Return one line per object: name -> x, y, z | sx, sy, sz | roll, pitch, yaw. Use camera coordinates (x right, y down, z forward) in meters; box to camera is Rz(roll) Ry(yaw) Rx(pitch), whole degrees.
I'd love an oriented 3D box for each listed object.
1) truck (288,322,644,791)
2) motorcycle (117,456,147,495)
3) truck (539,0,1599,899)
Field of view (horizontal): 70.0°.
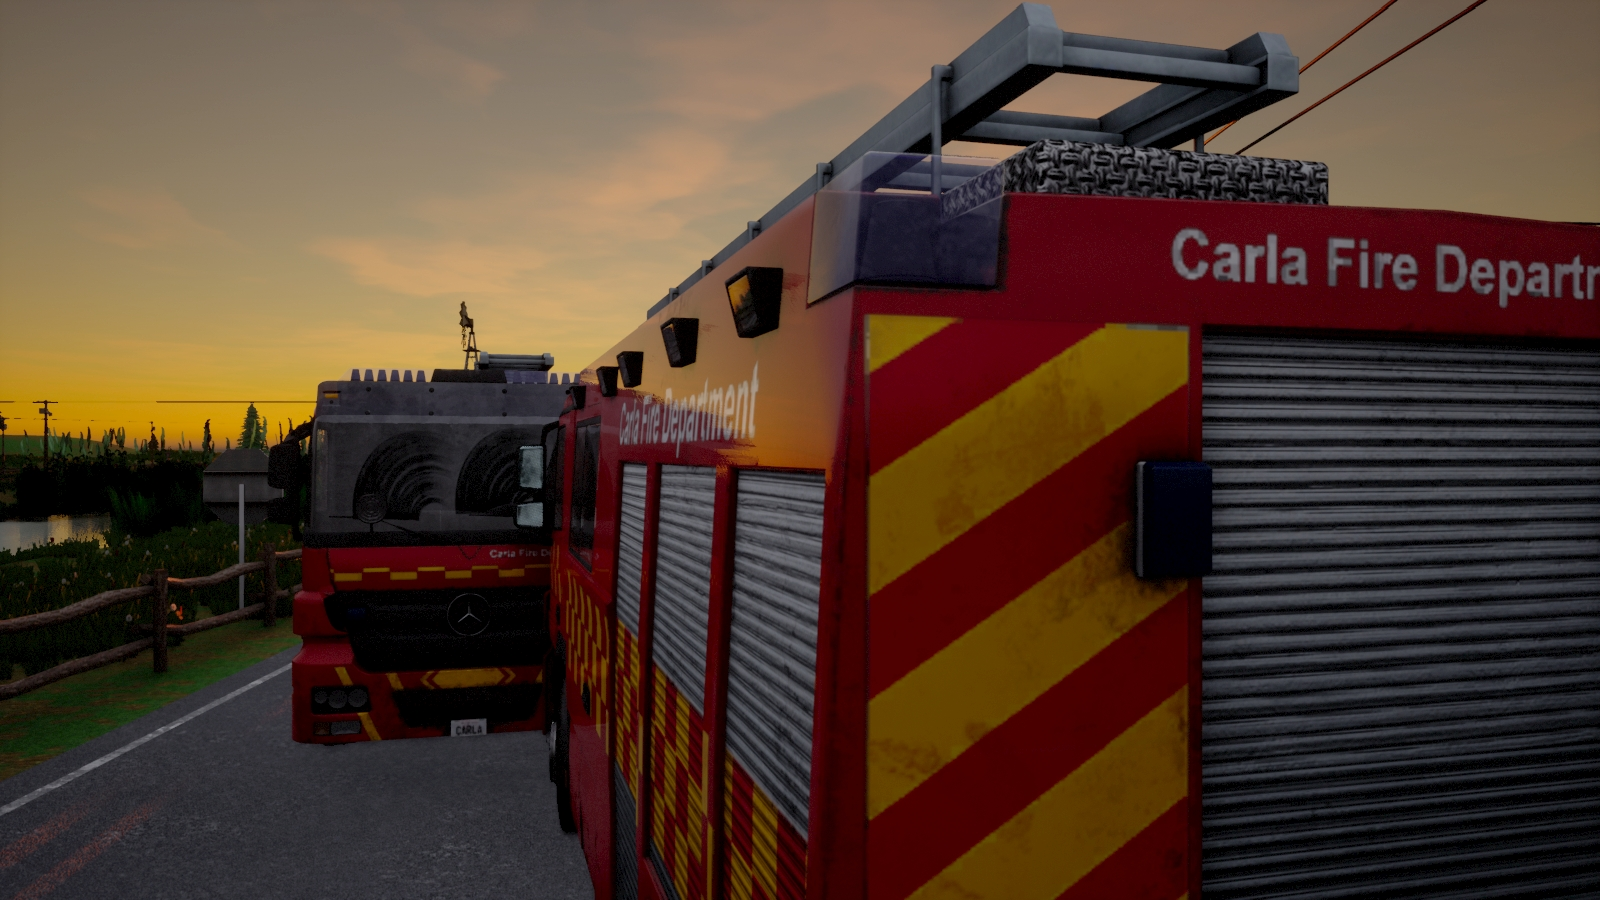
truck -> -3.941, 0.862, 13.785 | 2.891, 3.827, 8.468 | 0, 0, -16
motorcycle -> -41.485, 1.577, 71.023 | 0.803, 2.348, 2.033 | 0, 0, -4
truck -> 0.146, 0.867, 6.868 | 2.891, 3.827, 8.468 | 0, 0, -16
